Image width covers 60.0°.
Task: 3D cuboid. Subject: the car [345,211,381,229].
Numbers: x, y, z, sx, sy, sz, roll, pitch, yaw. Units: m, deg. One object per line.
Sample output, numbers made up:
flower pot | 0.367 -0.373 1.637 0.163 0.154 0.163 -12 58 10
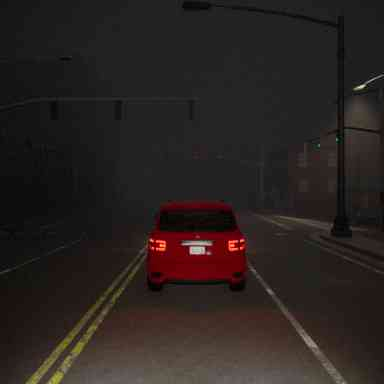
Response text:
car | 15.426 2.488 29.717 4.902 1.511 2.128 8 0 0

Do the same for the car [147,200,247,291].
car | 0.098 1.221 9.118 2.150 2.045 5.566 0 0 0
